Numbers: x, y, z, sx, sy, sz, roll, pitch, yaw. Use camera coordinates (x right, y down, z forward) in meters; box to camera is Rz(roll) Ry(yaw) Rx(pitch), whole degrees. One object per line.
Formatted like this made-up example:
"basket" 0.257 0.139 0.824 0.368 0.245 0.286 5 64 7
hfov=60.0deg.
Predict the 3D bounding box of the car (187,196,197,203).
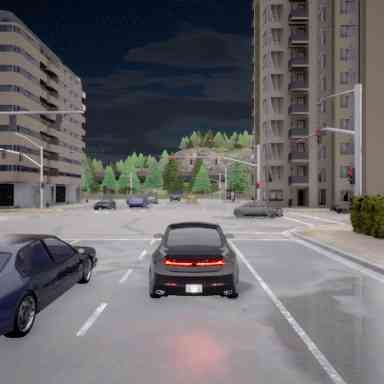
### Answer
"car" -0.031 1.477 70.020 1.882 1.535 5.008 0 0 0

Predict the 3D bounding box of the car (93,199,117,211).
"car" -10.667 1.548 41.242 2.033 1.411 5.357 0 0 0

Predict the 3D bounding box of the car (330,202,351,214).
"car" 17.290 1.547 34.599 5.357 1.411 2.033 0 0 0

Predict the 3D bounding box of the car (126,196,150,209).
"car" -7.171 1.478 44.333 1.882 1.535 5.008 0 0 0

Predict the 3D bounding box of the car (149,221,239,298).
"car" 0.050 1.505 8.466 1.837 1.490 4.892 0 0 0

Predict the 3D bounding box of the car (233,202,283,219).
"car" 5.585 1.564 28.408 4.181 1.385 1.994 0 0 15

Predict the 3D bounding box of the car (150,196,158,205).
"car" -7.173 1.527 59.231 1.812 1.442 4.674 0 1 0

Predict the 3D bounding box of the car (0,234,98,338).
"car" -3.460 1.547 6.537 2.033 1.411 5.357 0 0 0

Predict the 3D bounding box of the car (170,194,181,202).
"car" -3.618 1.194 72.924 2.097 1.767 4.553 0 0 0

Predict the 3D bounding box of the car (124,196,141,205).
"car" -10.668 1.492 60.061 2.128 1.511 4.902 0 0 0
